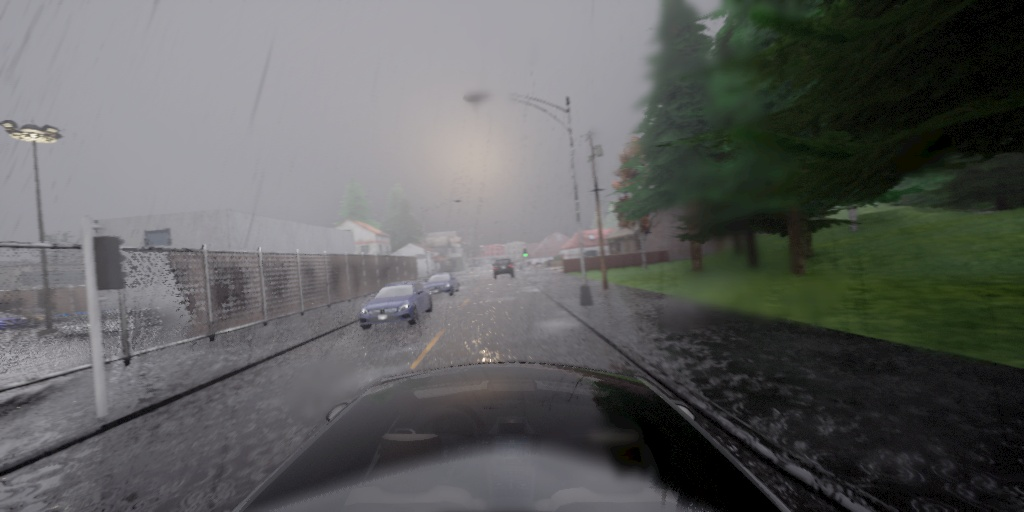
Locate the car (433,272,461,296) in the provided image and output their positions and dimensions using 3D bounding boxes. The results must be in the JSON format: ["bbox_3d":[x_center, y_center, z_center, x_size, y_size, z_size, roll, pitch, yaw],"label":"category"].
[{"bbox_3d":[-4.613,1.846,23.727,1.812,1.442,4.674,-5,0,-1],"label":"car"}]

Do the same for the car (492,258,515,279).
[{"bbox_3d":[-0.929,1.310,39.088,2.150,2.045,5.566,-5,0,-2],"label":"car"}]

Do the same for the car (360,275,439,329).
[{"bbox_3d":[-4.313,1.751,13.970,1.812,1.442,4.674,-5,0,-2],"label":"car"}]
